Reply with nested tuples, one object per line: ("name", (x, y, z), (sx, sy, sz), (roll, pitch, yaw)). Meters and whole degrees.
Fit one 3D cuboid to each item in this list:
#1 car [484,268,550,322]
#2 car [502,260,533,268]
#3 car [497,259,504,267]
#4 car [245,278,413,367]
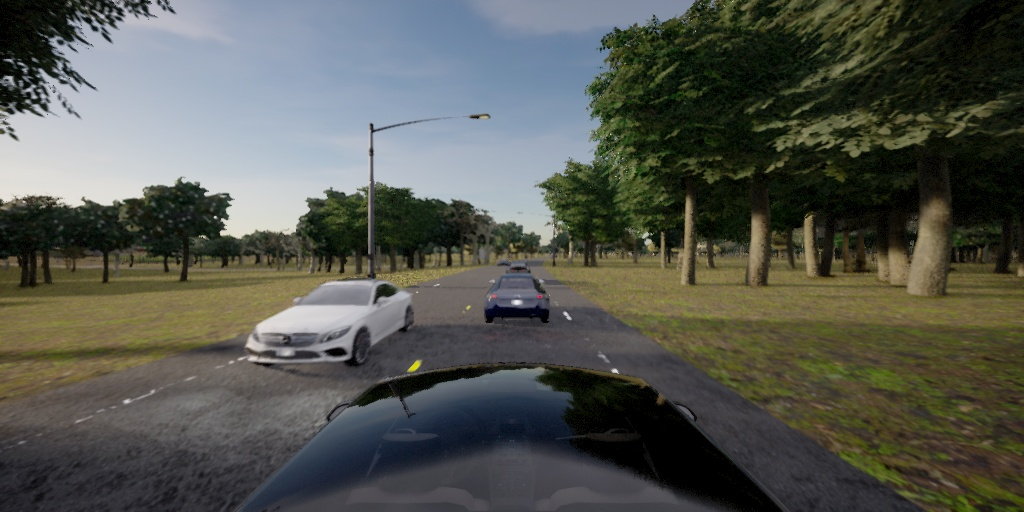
("car", (0.171, 1.282, 12.197), (1.994, 1.385, 4.181), (0, 0, 1))
("car", (0.494, 1.178, 27.527), (1.837, 1.490, 4.892), (0, 0, 2))
("car", (-1.436, 1.186, 62.459), (1.994, 1.385, 4.181), (0, 0, 4))
("car", (-3.566, 1.254, 8.011), (1.812, 1.442, 4.674), (0, 0, 1))
